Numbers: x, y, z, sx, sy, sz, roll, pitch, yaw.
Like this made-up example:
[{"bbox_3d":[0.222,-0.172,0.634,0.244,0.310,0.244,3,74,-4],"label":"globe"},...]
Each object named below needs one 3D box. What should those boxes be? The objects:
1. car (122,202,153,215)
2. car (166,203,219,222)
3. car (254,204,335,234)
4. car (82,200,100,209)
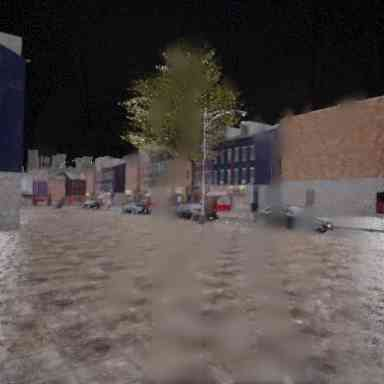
[{"bbox_3d":[-5.841,1.745,35.334,1.994,1.385,4.181,2,-2,-35],"label":"car"},{"bbox_3d":[-0.073,1.617,27.130,2.033,1.411,5.357,2,-2,-35],"label":"car"},{"bbox_3d":[5.664,1.501,18.995,1.837,1.490,4.892,2,-2,-34],"label":"car"},{"bbox_3d":[-17.054,2.117,56.342,1.837,1.490,4.892,2,-2,-35],"label":"car"}]
